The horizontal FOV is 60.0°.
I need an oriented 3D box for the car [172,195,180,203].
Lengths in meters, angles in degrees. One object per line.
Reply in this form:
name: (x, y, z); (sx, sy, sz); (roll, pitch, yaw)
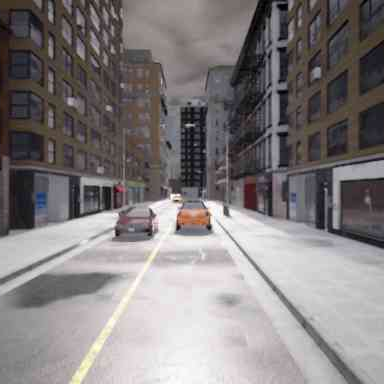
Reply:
car: (-2.754, 1.384, 63.430); (1.882, 1.535, 5.008); (0, 0, 0)

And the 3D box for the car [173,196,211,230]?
car: (0.092, 1.321, 21.182); (2.097, 1.767, 4.553); (0, 0, 0)

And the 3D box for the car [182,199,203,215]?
car: (0.088, 1.490, 34.513); (2.033, 1.411, 5.357); (0, 0, 0)

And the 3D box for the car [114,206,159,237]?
car: (-2.838, 1.500, 17.865); (1.812, 1.442, 4.674); (0, 0, 0)
